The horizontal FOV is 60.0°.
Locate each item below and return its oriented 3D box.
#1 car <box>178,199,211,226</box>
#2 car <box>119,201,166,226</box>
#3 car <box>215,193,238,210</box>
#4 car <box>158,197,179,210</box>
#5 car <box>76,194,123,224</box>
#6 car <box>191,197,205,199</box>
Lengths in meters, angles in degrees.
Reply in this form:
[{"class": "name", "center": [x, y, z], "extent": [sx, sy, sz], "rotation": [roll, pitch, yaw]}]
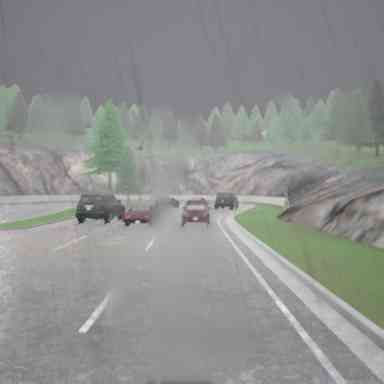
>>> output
[{"class": "car", "center": [0.319, 1.456, 22.627], "extent": [1.812, 1.442, 4.674], "rotation": [0, 0, 2]}, {"class": "car", "center": [-3.202, 1.532, 22.471], "extent": [1.895, 1.301, 4.718], "rotation": [0, 0, 3]}, {"class": "car", "center": [4.239, 1.098, 40.458], "extent": [2.150, 2.045, 5.566], "rotation": [0, 0, 16]}, {"class": "car", "center": [-2.859, 1.379, 40.977], "extent": [1.837, 1.490, 4.892], "rotation": [0, 0, 16]}, {"class": "car", "center": [-6.575, 1.149, 24.326], "extent": [2.150, 2.045, 5.566], "rotation": [0, 0, 3]}, {"class": "car", "center": [0.814, 1.351, 41.142], "extent": [1.882, 1.535, 5.008], "rotation": [0, 0, 16]}]
